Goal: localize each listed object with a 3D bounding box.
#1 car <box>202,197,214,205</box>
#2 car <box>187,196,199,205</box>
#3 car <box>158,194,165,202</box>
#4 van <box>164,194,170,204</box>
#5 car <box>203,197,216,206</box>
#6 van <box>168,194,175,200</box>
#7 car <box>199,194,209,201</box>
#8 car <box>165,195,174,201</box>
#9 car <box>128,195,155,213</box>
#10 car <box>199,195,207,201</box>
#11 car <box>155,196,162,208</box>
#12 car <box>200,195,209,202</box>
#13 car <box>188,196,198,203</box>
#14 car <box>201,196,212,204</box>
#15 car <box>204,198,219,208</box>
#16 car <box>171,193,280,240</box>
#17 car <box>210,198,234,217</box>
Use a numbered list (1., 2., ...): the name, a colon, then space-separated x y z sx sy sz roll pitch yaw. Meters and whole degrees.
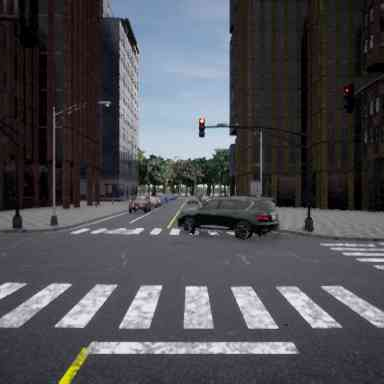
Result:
1. car: 2.780 1.531 58.862 1.887 1.381 4.507 0 0 0
2. car: 0.114 1.534 59.444 2.033 1.411 5.357 0 0 0
3. car: -5.746 1.512 53.258 1.752 1.417 4.829 0 0 0
4. van: -5.743 1.328 64.303 1.690 1.788 3.998 0 0 0
5. car: 2.779 1.531 53.425 1.887 1.381 4.507 0 0 0
6. van: -5.735 1.333 91.490 1.690 1.788 3.998 0 0 0
7. car: 2.787 1.304 80.612 2.192 1.841 5.009 0 0 0
8. car: -5.736 1.556 86.053 1.947 1.339 4.313 0 0 0
9. car: -5.752 1.303 37.115 2.192 1.841 5.009 0 0 0
10. car: 2.789 1.541 86.050 2.008 1.369 4.403 0 0 0
11. car: -5.748 1.569 47.990 1.802 1.307 4.206 0 0 0
12. car: 2.786 1.513 75.345 1.752 1.417 4.829 0 0 0
13. car: 0.122 1.551 69.734 1.994 1.385 4.181 0 0 0
14. car: 2.782 1.512 64.470 1.752 1.417 4.829 0 0 0
15. car: 2.777 1.538 47.987 2.008 1.369 4.403 0 0 0
16. car: 1.822 1.248 17.514 5.566 2.045 2.150 1 2 38
17. car: 2.772 1.429 31.674 1.967 1.590 4.097 0 0 0
